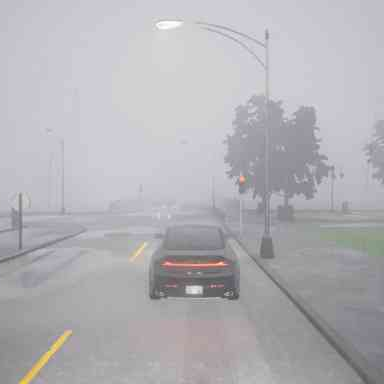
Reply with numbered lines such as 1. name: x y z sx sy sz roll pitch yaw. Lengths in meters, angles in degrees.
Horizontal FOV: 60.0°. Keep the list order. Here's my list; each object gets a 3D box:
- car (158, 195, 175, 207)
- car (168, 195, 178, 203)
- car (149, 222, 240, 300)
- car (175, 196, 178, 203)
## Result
1. car: -4.109 1.505 50.805 1.837 1.490 4.892 0 0 0
2. car: -4.020 1.500 70.413 1.837 1.490 4.892 0 0 0
3. car: 0.058 1.505 8.372 1.837 1.490 4.892 0 0 0
4. car: -4.087 1.601 60.199 1.895 1.301 4.718 0 0 0
